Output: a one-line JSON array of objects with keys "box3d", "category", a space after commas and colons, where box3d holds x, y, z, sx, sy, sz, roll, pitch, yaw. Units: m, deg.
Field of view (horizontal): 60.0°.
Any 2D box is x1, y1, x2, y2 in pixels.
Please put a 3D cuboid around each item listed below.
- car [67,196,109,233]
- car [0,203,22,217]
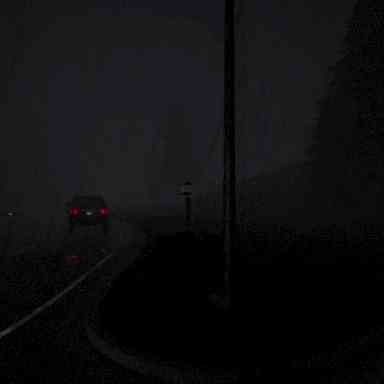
[{"box3d": [-6.339, 1.232, 20.201, 2.150, 2.045, 5.566, 0, 0, -19], "category": "car"}, {"box3d": [-17.196, 1.608, 30.343, 1.895, 1.301, 4.718, 0, 0, -43], "category": "car"}]
